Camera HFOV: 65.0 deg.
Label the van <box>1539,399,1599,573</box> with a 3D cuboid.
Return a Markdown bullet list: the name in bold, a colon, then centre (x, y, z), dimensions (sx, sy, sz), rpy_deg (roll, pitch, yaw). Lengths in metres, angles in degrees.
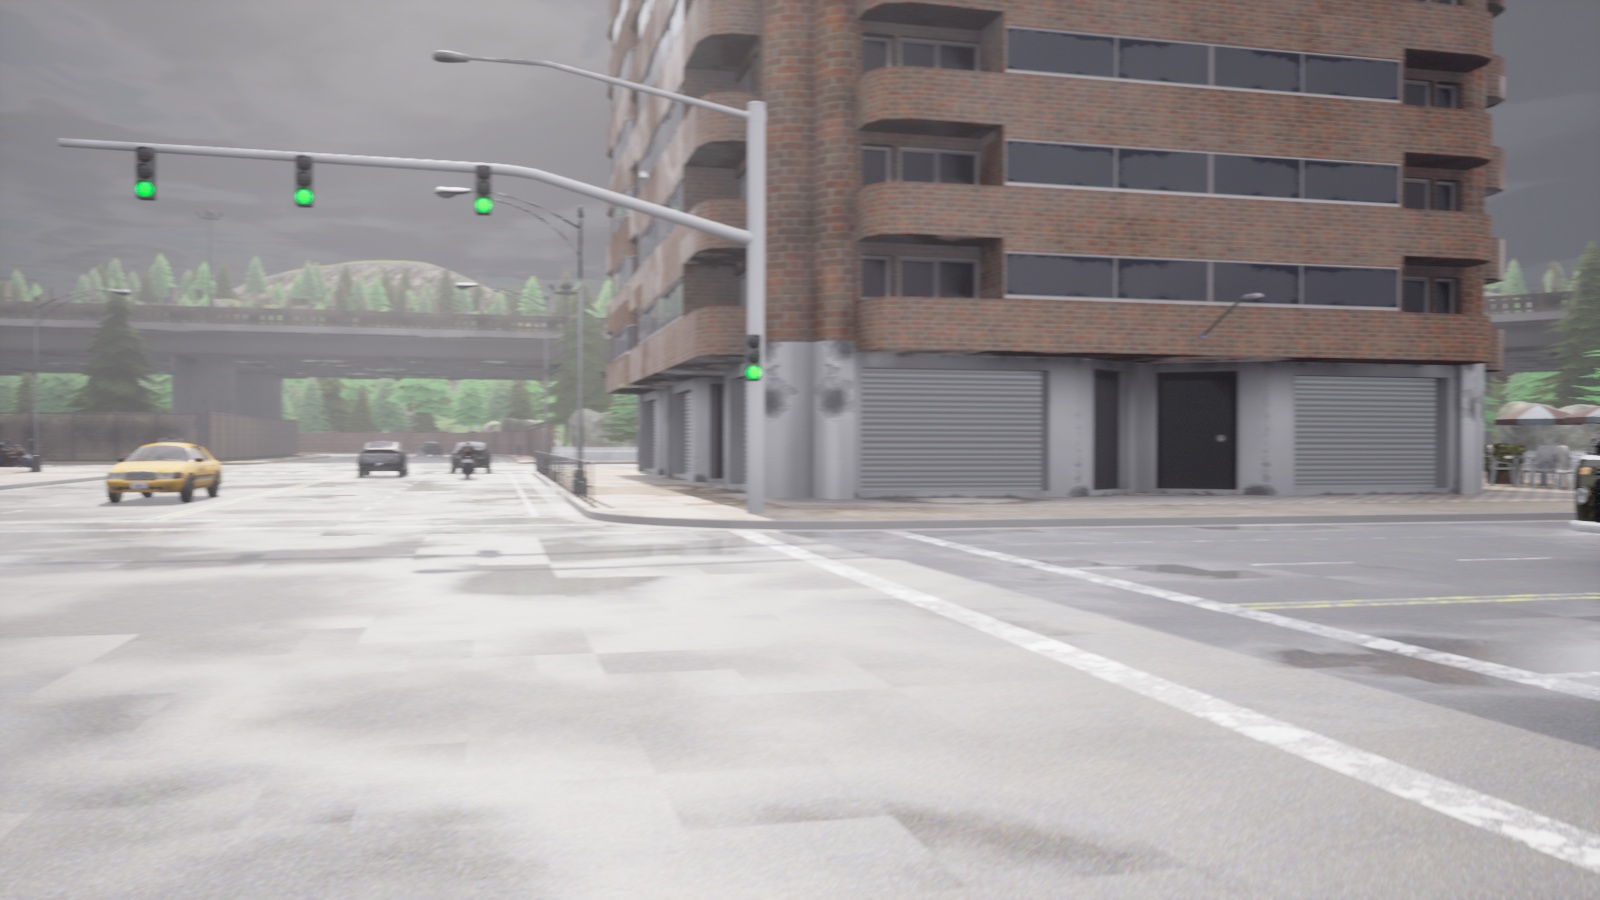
- **van**: centre (11.610, 0.432, 15.138), dimensions (4.480, 2.038, 2.069), rpy_deg (0, 0, -14)

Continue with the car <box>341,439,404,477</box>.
- **car**: centre (-17.990, 0.302, 53.081), dimensions (2.128, 1.511, 4.902), rpy_deg (0, 0, -14)

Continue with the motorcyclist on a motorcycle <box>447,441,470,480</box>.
- **motorcyclist on a motorcycle**: centre (-13.653, 0.417, 50.226), dimensions (0.866, 1.530, 2.191), rpy_deg (0, 0, -14)

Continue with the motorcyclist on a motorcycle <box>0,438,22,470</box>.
- **motorcyclist on a motorcycle**: centre (-38.993, 0.184, 60.709), dimensions (2.191, 1.530, 0.866), rpy_deg (0, 0, -14)

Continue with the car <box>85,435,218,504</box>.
- **car**: centre (-16.146, 0.422, 31.557), dimensions (1.801, 1.575, 5.366), rpy_deg (0, 0, -14)

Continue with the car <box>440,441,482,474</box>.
- **car**: centre (-16.065, 0.319, 59.730), dimensions (1.837, 1.490, 4.892), rpy_deg (0, 0, -14)
